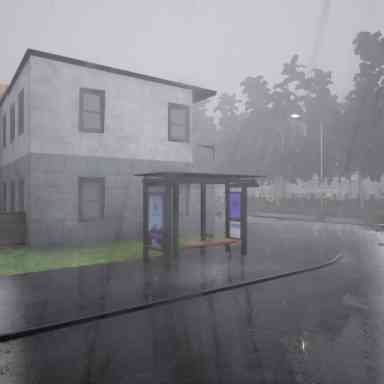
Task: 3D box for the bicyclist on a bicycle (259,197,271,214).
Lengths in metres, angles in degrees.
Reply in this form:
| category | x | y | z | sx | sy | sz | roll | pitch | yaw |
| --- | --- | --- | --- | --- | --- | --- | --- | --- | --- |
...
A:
| category | x | y | z | sx | sy | sz | roll | pitch | yaw |
| --- | --- | --- | --- | --- | --- | --- | --- | --- | --- |
| bicyclist on a bicycle | 7.145 | 1.349 | 32.428 | 1.656 | 1.620 | 0.582 | 0 | 0 | -35 |
